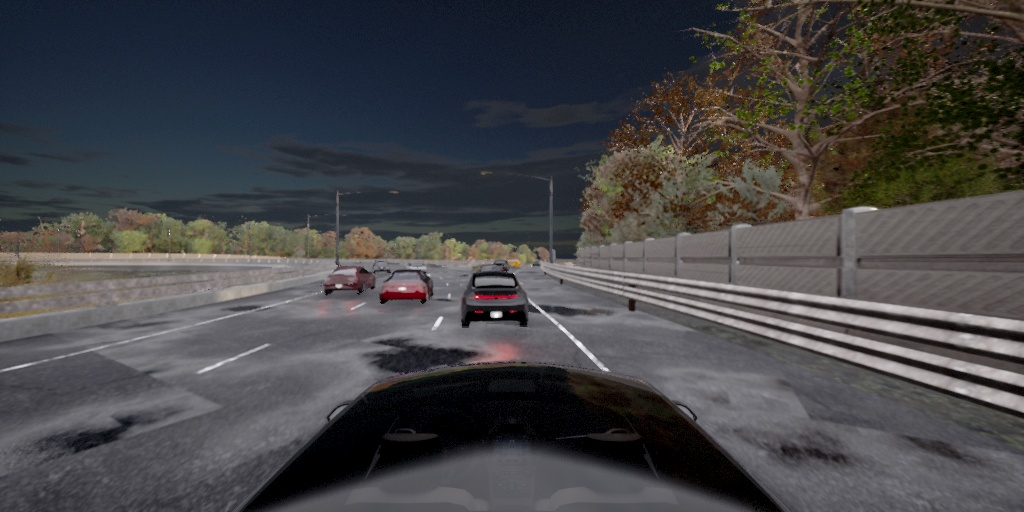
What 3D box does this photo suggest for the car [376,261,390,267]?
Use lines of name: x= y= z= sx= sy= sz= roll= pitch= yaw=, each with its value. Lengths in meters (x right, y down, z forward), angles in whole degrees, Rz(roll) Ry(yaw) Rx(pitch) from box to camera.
car: x=-14.915 y=1.296 z=40.749 sx=2.033 sy=1.411 sz=5.357 roll=0 pitch=0 yaw=-22

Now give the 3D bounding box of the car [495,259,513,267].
car: x=-1.220 y=1.239 z=42.163 sx=1.837 sy=1.490 sz=4.892 roll=0 pitch=0 yaw=3

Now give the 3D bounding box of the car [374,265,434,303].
car: x=-4.759 y=1.312 z=16.607 sx=1.994 sy=1.385 sz=4.181 roll=0 pitch=0 yaw=-8

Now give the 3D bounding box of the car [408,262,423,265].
car: x=-10.511 y=1.346 z=38.965 sx=1.895 sy=1.301 sz=4.718 roll=0 pitch=0 yaw=-21

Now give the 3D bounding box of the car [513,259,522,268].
car: x=0.446 y=1.203 z=57.078 sx=1.882 sy=1.535 sz=5.008 roll=0 pitch=0 yaw=8

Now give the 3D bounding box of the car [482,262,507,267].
car: x=-1.499 y=1.342 z=25.929 sx=1.895 sy=1.301 sz=4.718 roll=0 pitch=0 yaw=-2

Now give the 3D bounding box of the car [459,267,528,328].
car: x=-0.622 y=1.249 z=11.419 sx=1.837 sy=1.490 sz=4.892 roll=0 pitch=-1 yaw=-5

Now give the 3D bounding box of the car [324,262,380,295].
car: x=-8.792 y=1.277 z=19.675 sx=1.812 sy=1.442 sz=4.674 roll=0 pitch=0 yaw=-10
